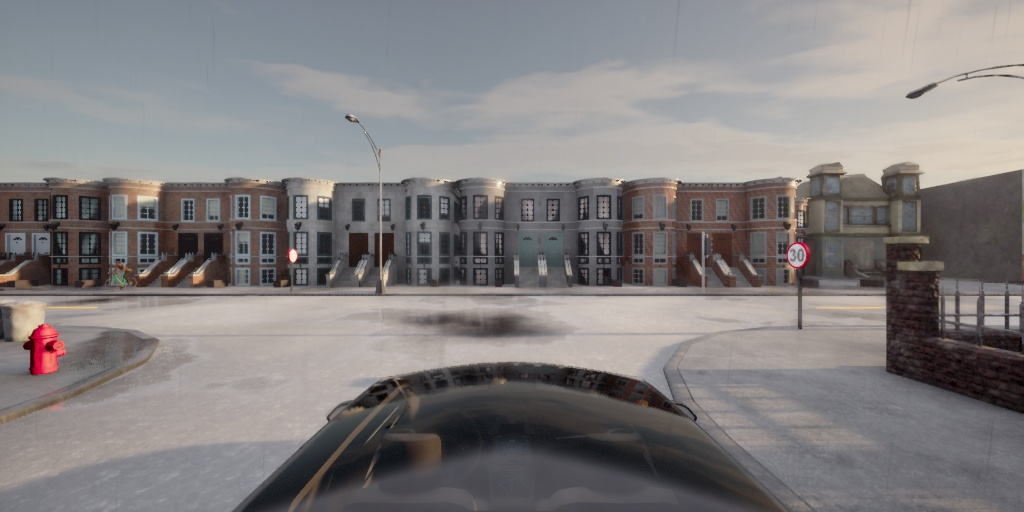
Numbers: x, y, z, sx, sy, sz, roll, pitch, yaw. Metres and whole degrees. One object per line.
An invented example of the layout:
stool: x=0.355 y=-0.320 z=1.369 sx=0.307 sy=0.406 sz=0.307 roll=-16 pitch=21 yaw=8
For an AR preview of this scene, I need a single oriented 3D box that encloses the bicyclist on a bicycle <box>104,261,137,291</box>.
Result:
bicyclist on a bicycle: x=-21.801 y=1.099 z=20.000 sx=0.582 sy=1.620 sz=1.656 roll=0 pitch=0 yaw=0
